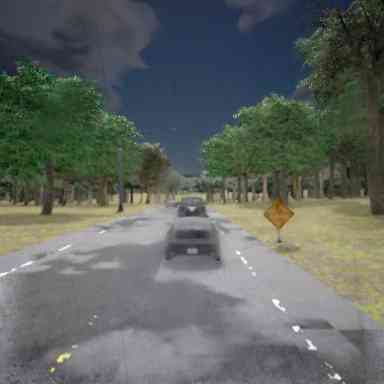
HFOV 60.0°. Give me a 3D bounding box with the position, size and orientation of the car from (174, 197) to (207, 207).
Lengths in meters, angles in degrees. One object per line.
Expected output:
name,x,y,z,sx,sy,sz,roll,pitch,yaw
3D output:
car,0.021,1.375,26.567,2.150,2.045,5.566,0,0,0

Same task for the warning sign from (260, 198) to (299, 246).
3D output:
warning sign,3.531,1.177,13.548,1.300,1.860,1.060,-1,-1,0

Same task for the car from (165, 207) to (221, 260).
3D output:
car,0.037,1.564,12.634,1.837,1.490,4.892,0,0,1

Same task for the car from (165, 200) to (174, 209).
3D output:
car,-3.569,2.126,57.779,2.033,1.411,5.357,0,-1,1
